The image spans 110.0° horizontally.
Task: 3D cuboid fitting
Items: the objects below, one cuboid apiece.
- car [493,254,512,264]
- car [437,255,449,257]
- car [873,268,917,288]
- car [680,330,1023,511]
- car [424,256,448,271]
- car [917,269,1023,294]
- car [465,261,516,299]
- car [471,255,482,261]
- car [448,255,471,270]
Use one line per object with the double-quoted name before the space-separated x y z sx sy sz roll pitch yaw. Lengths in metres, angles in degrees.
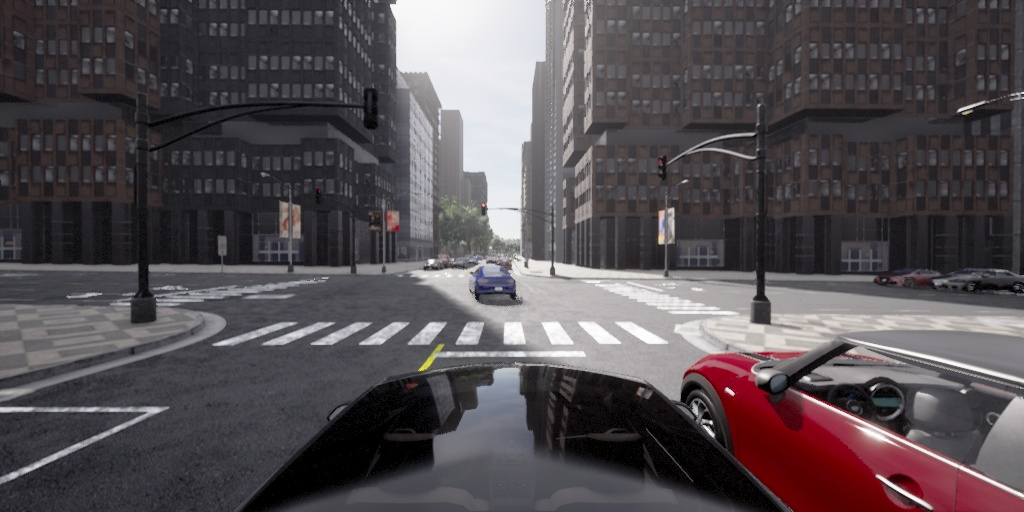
"car" -0.930 0.913 43.606 1.967 1.591 4.097 0 0 -1
"car" -9.531 0.764 48.913 2.192 1.841 5.009 0 0 -1
"car" 28.848 1.590 25.872 4.181 1.385 1.994 1 0 -1
"car" 2.760 1.186 2.243 1.967 1.591 4.097 0 0 0
"car" -9.454 1.040 43.487 1.948 1.339 4.313 0 0 -1
"car" 29.345 1.550 22.627 4.902 1.511 2.128 1 0 -1
"car" -1.007 1.185 17.087 1.812 1.442 4.674 1 0 -11
"car" -7.022 0.930 63.883 2.033 1.411 5.357 0 0 0
"car" -6.825 0.963 46.901 1.837 1.490 4.892 0 0 -1
